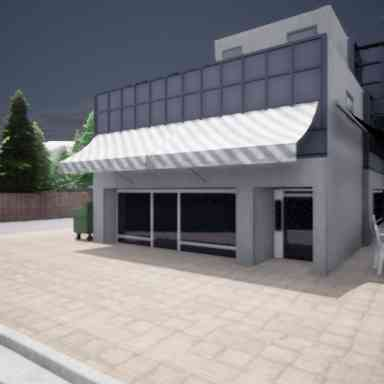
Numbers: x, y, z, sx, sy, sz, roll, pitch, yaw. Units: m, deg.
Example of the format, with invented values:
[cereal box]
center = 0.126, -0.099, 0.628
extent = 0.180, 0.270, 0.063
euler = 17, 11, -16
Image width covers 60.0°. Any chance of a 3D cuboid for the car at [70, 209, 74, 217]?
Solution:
[car]
center = -8.601, 1.666, 30.097
extent = 1.837, 1.490, 4.892
euler = 0, 0, 37
